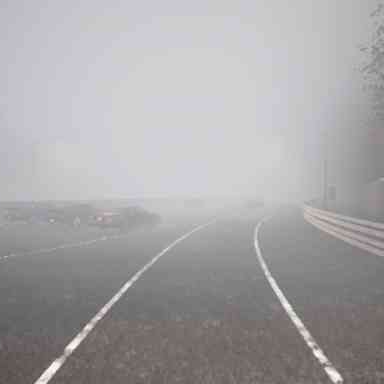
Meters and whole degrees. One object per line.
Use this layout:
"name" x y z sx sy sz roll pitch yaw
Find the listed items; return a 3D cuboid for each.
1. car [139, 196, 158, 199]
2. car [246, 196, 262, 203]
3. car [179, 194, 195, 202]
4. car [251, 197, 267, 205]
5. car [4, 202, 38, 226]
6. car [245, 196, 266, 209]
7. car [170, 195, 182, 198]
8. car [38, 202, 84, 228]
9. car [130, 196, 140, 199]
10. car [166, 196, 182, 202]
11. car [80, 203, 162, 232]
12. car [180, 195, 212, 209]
"car" -8.138 1.670 68.019 1.895 1.301 4.718 0 0 26
"car" 13.729 1.688 73.078 2.033 1.411 5.357 0 0 26
"car" -1.234 1.493 82.338 2.097 1.767 4.553 0 0 26
"car" 12.567 1.675 62.609 1.994 1.385 4.181 0 0 26
"car" -10.348 1.419 23.000 2.128 1.511 4.902 0 0 25
"car" 8.835 1.544 46.812 2.128 1.511 4.902 0 0 26
"car" -1.717 1.438 65.228 2.097 1.767 4.553 0 0 26
"car" -7.141 1.438 21.592 1.837 1.490 4.892 0 0 25
"car" -11.412 1.610 69.289 2.033 1.411 5.357 0 0 26
"car" -4.548 1.726 83.526 1.895 1.301 4.718 0 0 26
"car" -3.907 1.512 20.205 2.033 1.411 5.357 1 0 26
"car" 0.571 1.534 45.786 1.837 1.490 4.892 0 0 26
